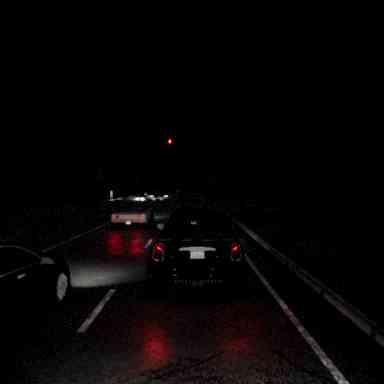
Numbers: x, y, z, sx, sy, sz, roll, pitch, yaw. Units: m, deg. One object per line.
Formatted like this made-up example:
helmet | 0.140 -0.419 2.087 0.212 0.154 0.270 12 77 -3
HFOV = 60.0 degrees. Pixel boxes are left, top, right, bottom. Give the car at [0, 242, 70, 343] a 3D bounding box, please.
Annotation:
car | -3.392 1.455 4.873 1.837 1.490 4.892 0 1 0

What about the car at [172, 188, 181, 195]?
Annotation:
car | -3.960 -0.045 87.028 1.837 1.490 4.892 0 1 -4

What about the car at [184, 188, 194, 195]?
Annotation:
car | -0.485 -0.034 87.522 1.812 1.442 4.674 0 1 -4

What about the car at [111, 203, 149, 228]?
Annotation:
car | -3.393 1.316 19.907 1.895 1.301 4.718 0 1 0

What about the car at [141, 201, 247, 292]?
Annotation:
car | 0.107 1.251 8.811 2.097 1.767 4.553 0 1 0

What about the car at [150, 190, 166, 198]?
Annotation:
car | -6.998 0.339 68.780 1.882 1.535 5.008 0 1 0

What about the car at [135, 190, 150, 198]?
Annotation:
car | -10.496 0.391 68.551 2.128 1.511 4.902 0 1 0

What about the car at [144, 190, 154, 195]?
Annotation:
car | -10.827 0.126 84.045 1.895 1.301 4.718 0 1 -2

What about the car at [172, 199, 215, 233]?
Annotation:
car | 0.100 1.228 18.721 2.128 1.511 4.902 0 1 1
